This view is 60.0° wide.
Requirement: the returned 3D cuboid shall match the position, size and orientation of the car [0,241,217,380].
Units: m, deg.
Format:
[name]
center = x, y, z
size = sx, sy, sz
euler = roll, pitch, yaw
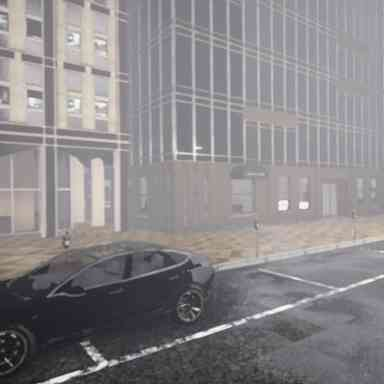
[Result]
[car]
center = -1.539, 1.554, 5.465
size = 4.313, 1.339, 1.947
euler = 0, 0, -35
